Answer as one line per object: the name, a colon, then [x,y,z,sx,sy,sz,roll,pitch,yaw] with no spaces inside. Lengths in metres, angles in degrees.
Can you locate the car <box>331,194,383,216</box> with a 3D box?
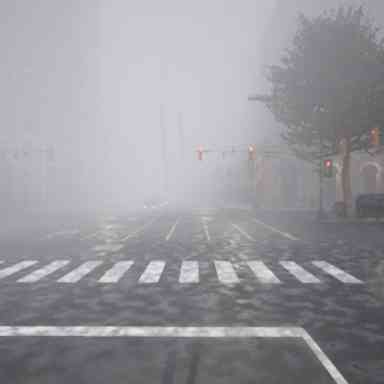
car: [15.271,1.204,29.375,5.566,2.045,2.150,0,0,1]

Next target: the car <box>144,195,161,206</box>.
car: [-6.752,1.446,55.317,1.882,1.535,5.008,0,0,1]

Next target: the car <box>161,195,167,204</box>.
car: [-6.655,1.316,64.740,2.097,1.767,4.553,0,0,2]
